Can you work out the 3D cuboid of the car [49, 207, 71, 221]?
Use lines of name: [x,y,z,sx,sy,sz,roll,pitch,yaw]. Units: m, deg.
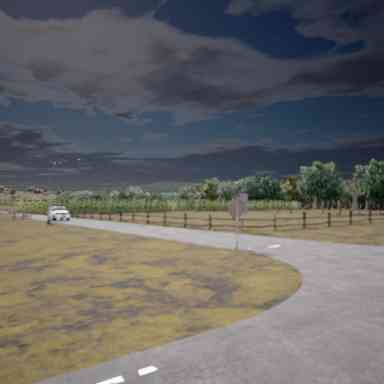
car: [-19.722,3.191,49.200,2.150,2.045,5.566,2,-3,-35]
